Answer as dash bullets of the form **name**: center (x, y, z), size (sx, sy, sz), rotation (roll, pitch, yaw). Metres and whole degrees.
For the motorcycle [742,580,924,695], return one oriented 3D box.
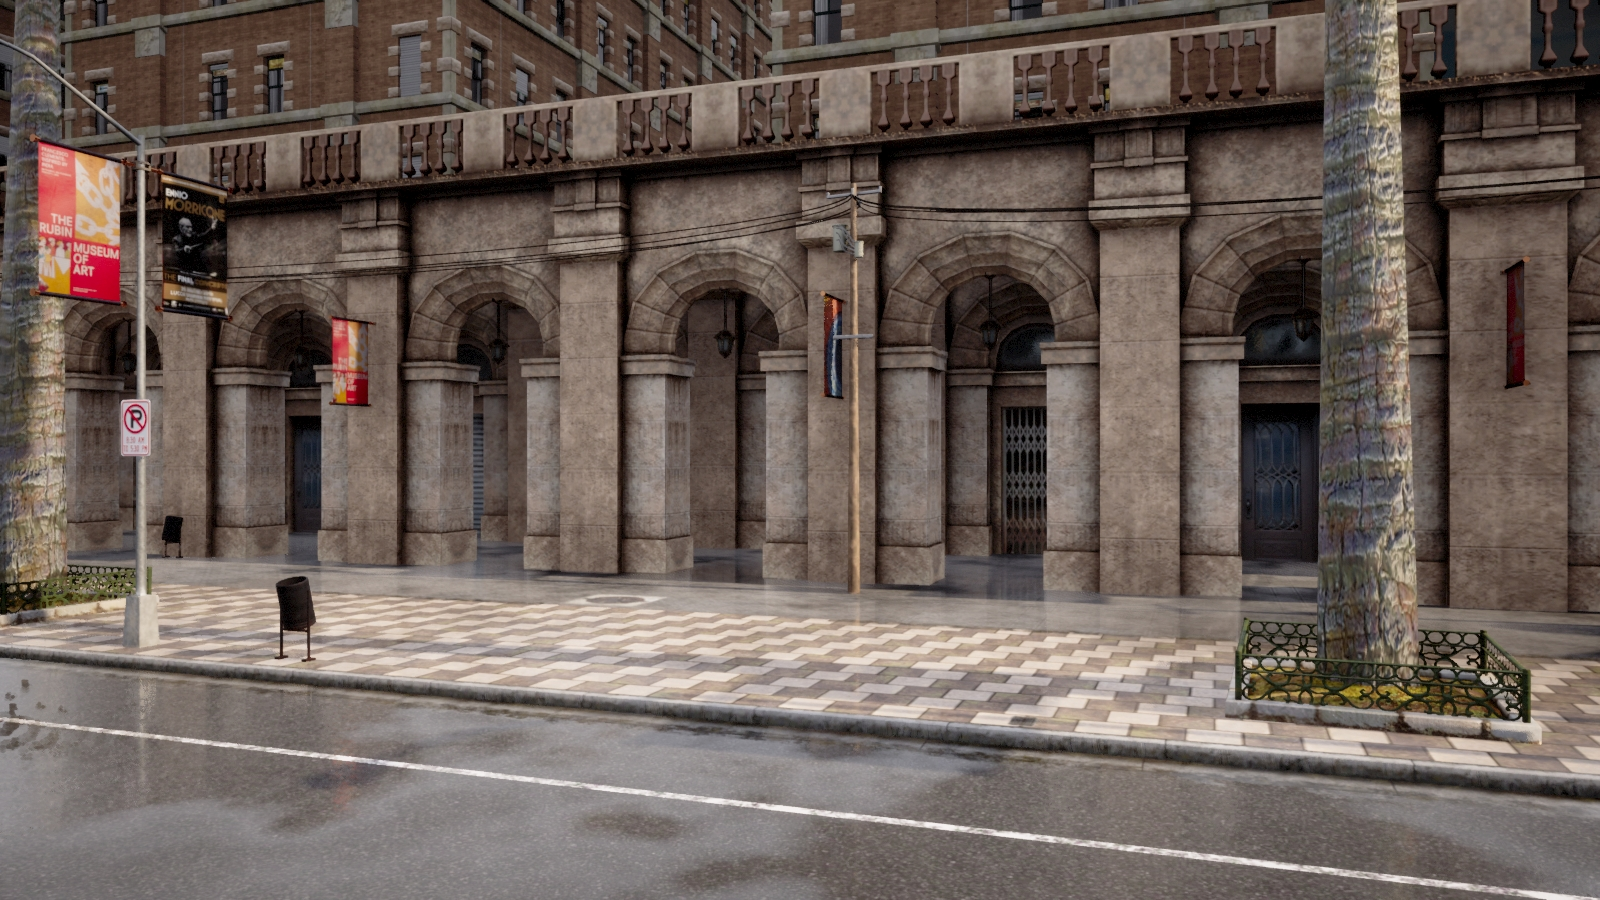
- **motorcycle**: center (0.395, 2.215, 13.714), size (2.033, 1.145, 0.803), rotation (0, 0, 20)
